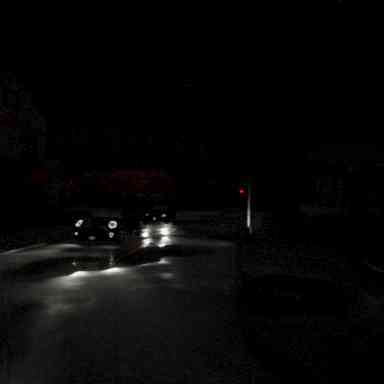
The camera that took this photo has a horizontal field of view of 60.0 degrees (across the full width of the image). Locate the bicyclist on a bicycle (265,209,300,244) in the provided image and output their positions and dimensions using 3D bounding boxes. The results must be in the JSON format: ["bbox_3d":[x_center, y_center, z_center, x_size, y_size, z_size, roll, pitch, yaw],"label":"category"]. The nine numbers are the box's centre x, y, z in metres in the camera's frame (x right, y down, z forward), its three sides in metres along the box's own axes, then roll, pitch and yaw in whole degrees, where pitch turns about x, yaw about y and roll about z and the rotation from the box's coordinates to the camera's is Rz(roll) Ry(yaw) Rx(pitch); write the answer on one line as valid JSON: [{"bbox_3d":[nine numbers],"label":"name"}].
[{"bbox_3d":[4.291,1.626,15.737,1.656,1.620,0.582,1,-1,8],"label":"bicyclist on a bicycle"}]

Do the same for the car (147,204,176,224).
[{"bbox_3d":[-2.542,1.777,27.666,1.812,1.442,4.674,1,-1,8],"label":"car"}]

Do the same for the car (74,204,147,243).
[{"bbox_3d":[-4.046,1.450,16.711,2.097,1.767,4.553,1,-1,8],"label":"car"}]
